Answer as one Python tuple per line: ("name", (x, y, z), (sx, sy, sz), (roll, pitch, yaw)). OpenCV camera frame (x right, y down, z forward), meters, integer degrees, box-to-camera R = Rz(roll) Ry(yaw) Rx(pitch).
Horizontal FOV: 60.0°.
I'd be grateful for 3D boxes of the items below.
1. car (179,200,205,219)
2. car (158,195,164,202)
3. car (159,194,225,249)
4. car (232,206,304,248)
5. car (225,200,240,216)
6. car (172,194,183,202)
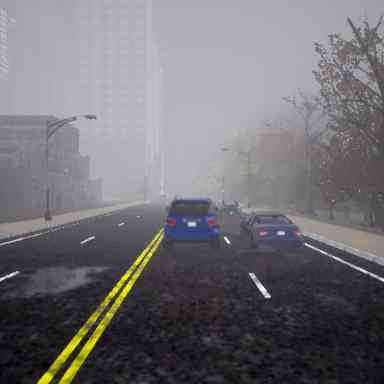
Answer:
("car", (0.000, 1.491, 29.651), (2.128, 1.511, 4.902), (0, 0, 0))
("car", (-6.500, 1.441, 75.016), (1.812, 1.442, 4.674), (0, 0, 0))
("car", (0.000, 1.256, 14.680), (2.150, 2.045, 5.566), (0, 0, 0))
("car", (3.250, 1.561, 14.651), (2.033, 1.411, 5.357), (0, 0, 0))
("car", (3.250, 1.491, 29.651), (2.128, 1.511, 4.902), (0, 0, 0))
("car", (-3.250, 1.272, 75.046), (2.097, 1.767, 4.553), (0, 0, 0))
